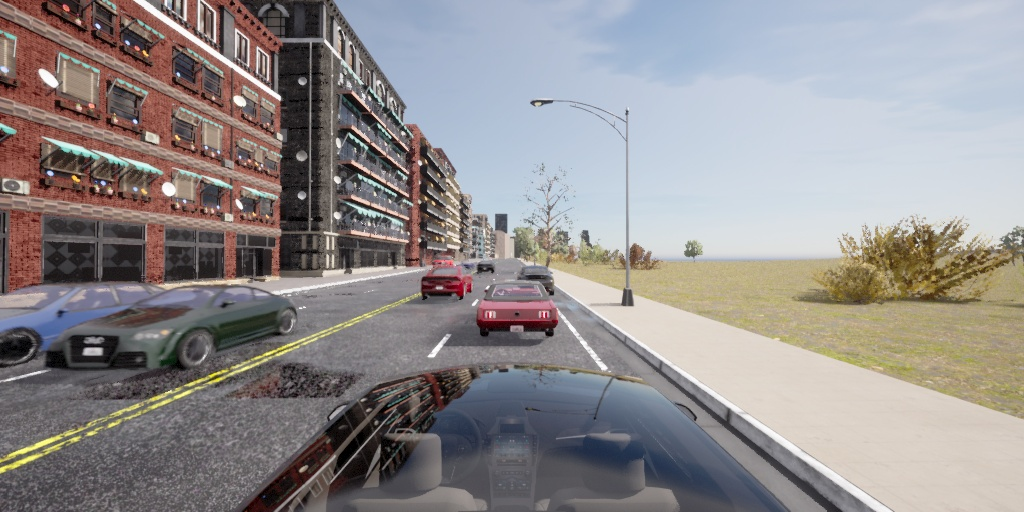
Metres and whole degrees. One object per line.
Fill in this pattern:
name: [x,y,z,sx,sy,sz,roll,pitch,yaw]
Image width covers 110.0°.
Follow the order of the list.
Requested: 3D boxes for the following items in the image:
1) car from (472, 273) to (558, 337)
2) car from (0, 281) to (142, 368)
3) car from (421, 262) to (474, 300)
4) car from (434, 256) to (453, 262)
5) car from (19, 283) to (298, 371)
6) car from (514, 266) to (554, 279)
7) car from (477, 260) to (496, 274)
car: [0.131,1.352,10.290,1.895,1.301,4.718,0,0,0]
car: [-9.828,1.298,8.120,2.033,1.411,5.357,0,0,0]
car: [-3.091,1.230,17.780,1.882,1.535,5.008,0,0,0]
car: [-9.664,0.972,50.546,2.150,2.045,5.566,0,0,0]
car: [-6.578,1.315,7.626,1.994,1.385,4.181,0,0,0]
car: [1.203,1.257,19.491,1.837,1.490,4.892,0,0,0]
car: [-2.997,1.229,42.181,1.882,1.535,5.008,0,0,0]
